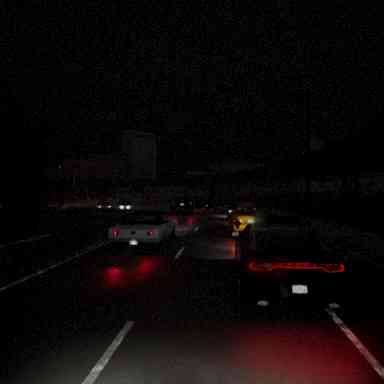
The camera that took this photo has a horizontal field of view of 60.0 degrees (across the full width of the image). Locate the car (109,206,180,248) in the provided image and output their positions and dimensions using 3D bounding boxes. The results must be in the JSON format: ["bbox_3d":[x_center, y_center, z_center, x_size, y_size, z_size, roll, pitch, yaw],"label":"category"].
[{"bbox_3d":[-1.866,1.494,14.105,1.895,1.301,4.718,0,0,6],"label":"car"}]

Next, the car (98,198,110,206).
[{"bbox_3d":[-15.271,1.704,57.766,1.882,1.535,5.008,1,-2,-15],"label":"car"}]

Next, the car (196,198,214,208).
[{"bbox_3d":[1.641,1.510,45.817,1.895,1.301,4.718,0,-1,-8],"label":"car"}]

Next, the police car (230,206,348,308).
[{"bbox_3d":[2.017,1.369,8.023,1.930,1.638,5.238,0,0,6],"label":"police car"}]

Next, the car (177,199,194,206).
[{"bbox_3d":[-1.206,1.881,60.055,1.895,1.301,4.718,0,-2,-15],"label":"car"}]

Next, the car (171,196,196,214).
[{"bbox_3d":[-0.899,1.133,32.073,2.097,1.767,4.553,0,0,0],"label":"car"}]

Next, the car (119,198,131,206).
[{"bbox_3d":[-11.666,1.707,57.736,2.128,1.511,4.902,0,-2,-15],"label":"car"}]

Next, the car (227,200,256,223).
[{"bbox_3d":[2.991,1.327,18.060,1.801,1.575,5.366,0,0,6],"label":"car"}]

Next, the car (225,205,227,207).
[{"bbox_3d":[3.504,1.340,24.072,1.837,1.490,4.892,0,0,4],"label":"car"}]

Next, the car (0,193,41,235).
[{"bbox_3d":[-9.038,1.097,14.859,2.150,2.045,5.566,0,0,5],"label":"car"}]
